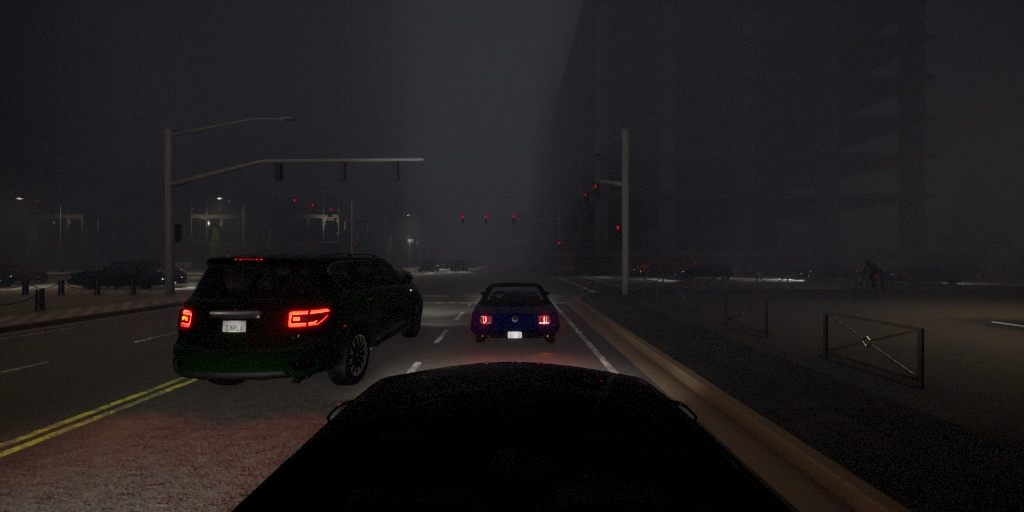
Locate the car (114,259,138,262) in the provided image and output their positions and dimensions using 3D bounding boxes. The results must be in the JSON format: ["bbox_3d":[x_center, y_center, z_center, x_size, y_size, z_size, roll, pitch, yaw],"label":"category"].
[{"bbox_3d":[-25.675,1.049,25.134,4.553,1.767,2.097,0,0,0],"label":"car"}]

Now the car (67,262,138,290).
[{"bbox_3d":[-23.144,1.244,21.618,5.357,1.411,2.033,0,0,-4],"label":"car"}]

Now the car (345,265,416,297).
[{"bbox_3d":[-7.101,1.273,20.057,2.033,1.411,5.357,0,0,0],"label":"car"}]

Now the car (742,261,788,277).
[{"bbox_3d":[23.664,1.175,32.808,5.008,1.535,1.882,0,0,0],"label":"car"}]

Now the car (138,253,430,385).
[{"bbox_3d":[-3.438,0.972,7.151,2.150,2.045,5.566,0,0,0],"label":"car"}]

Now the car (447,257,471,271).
[{"bbox_3d":[-7.098,1.260,48.554,1.837,1.490,4.892,0,0,0],"label":"car"}]

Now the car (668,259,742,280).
[{"bbox_3d":[15.651,1.223,29.262,4.674,1.442,1.812,0,0,0],"label":"car"}]

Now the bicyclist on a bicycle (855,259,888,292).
[{"bbox_3d":[18.331,1.000,18.309,0.582,1.620,1.656,0,0,0],"label":"bicyclist on a bicycle"}]

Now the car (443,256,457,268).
[{"bbox_3d":[-10.586,1.246,58.004,2.128,1.511,4.902,0,0,0],"label":"car"}]

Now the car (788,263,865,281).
[{"bbox_3d":[25.615,1.261,29.316,4.181,1.385,1.994,0,0,0],"label":"car"}]

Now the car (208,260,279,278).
[{"bbox_3d":[-23.978,1.175,32.173,5.008,1.535,1.882,0,0,1],"label":"car"}]

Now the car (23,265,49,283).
[{"bbox_3d":[-35.770,1.175,25.167,5.008,1.535,1.882,0,0,0],"label":"car"}]

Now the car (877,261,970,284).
[{"bbox_3d":[29.196,1.261,25.630,4.181,1.385,1.994,0,0,0],"label":"car"}]

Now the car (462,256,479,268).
[{"bbox_3d":[-7.081,1.234,59.733,1.882,1.535,5.008,0,0,0],"label":"car"}]

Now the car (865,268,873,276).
[{"bbox_3d":[34.529,1.224,32.836,4.674,1.442,1.812,0,0,0],"label":"car"}]

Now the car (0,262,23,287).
[{"bbox_3d":[-33.225,1.222,21.646,4.674,1.442,1.812,0,0,0],"label":"car"}]

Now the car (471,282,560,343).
[{"bbox_3d":[0.080,1.352,9.664,1.895,1.301,4.718,0,0,0],"label":"car"}]

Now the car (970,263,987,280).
[{"bbox_3d":[35.610,1.202,29.337,4.892,1.490,1.837,0,0,0],"label":"car"}]

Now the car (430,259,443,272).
[{"bbox_3d":[-10.600,1.258,45.930,1.837,1.490,4.892,0,0,0],"label":"car"}]

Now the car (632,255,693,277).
[{"bbox_3d":[13.934,0.920,32.779,5.566,2.045,2.150,0,0,0],"label":"car"}]
